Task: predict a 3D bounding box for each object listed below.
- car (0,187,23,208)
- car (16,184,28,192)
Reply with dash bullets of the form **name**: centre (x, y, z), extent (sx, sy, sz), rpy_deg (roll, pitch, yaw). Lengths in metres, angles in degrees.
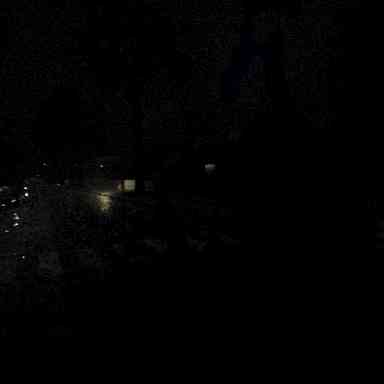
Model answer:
- **car**: centre (-15.779, 0.637, 28.267), extent (1.812, 1.442, 4.674), rpy_deg (-5, 5, -25)
- **car**: centre (-34.104, -0.829, 66.818), extent (1.837, 1.490, 4.892), rpy_deg (-5, 4, -25)
